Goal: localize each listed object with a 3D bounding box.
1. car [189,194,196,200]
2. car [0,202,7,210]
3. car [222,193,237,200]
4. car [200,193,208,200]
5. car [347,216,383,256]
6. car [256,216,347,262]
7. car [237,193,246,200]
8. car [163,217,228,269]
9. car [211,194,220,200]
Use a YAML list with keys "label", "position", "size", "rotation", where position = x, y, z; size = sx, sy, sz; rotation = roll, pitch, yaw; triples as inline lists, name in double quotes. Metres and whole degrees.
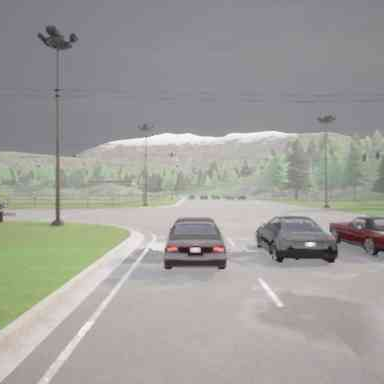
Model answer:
- label: "car"
  position: [0.008, 1.453, 93.795]
  size: [2.128, 1.511, 4.902]
  rotation: [0, 0, 0]
- label: "car"
  position: [-25.066, 1.475, 40.351]
  size: [4.892, 1.490, 1.837]
  rotation: [0, 0, 0]
- label: "car"
  position: [10.508, 1.468, 93.652]
  size: [2.033, 1.411, 5.357]
  rotation: [0, 0, 0]
- label: "car"
  position: [3.508, 1.406, 93.716]
  size: [1.882, 1.535, 5.008]
  rotation: [0, 0, 0]
- label: "car"
  position: [7.096, 1.590, 12.962]
  size: [1.895, 1.301, 4.718]
  rotation: [0, 0, 0]
- label: "car"
  position: [3.594, 1.555, 12.086]
  size: [1.994, 1.385, 4.181]
  rotation: [0, 0, 0]
- label: "car"
  position: [14.008, 1.405, 93.923]
  size: [1.882, 1.535, 5.008]
  rotation: [0, 0, 0]
- label: "car"
  position: [0.093, 1.539, 11.057]
  size: [2.033, 1.411, 5.357]
  rotation: [0, 0, 0]
- label: "car"
  position: [7.008, 1.452, 94.059]
  size: [1.812, 1.442, 4.674]
  rotation: [0, 0, 0]
